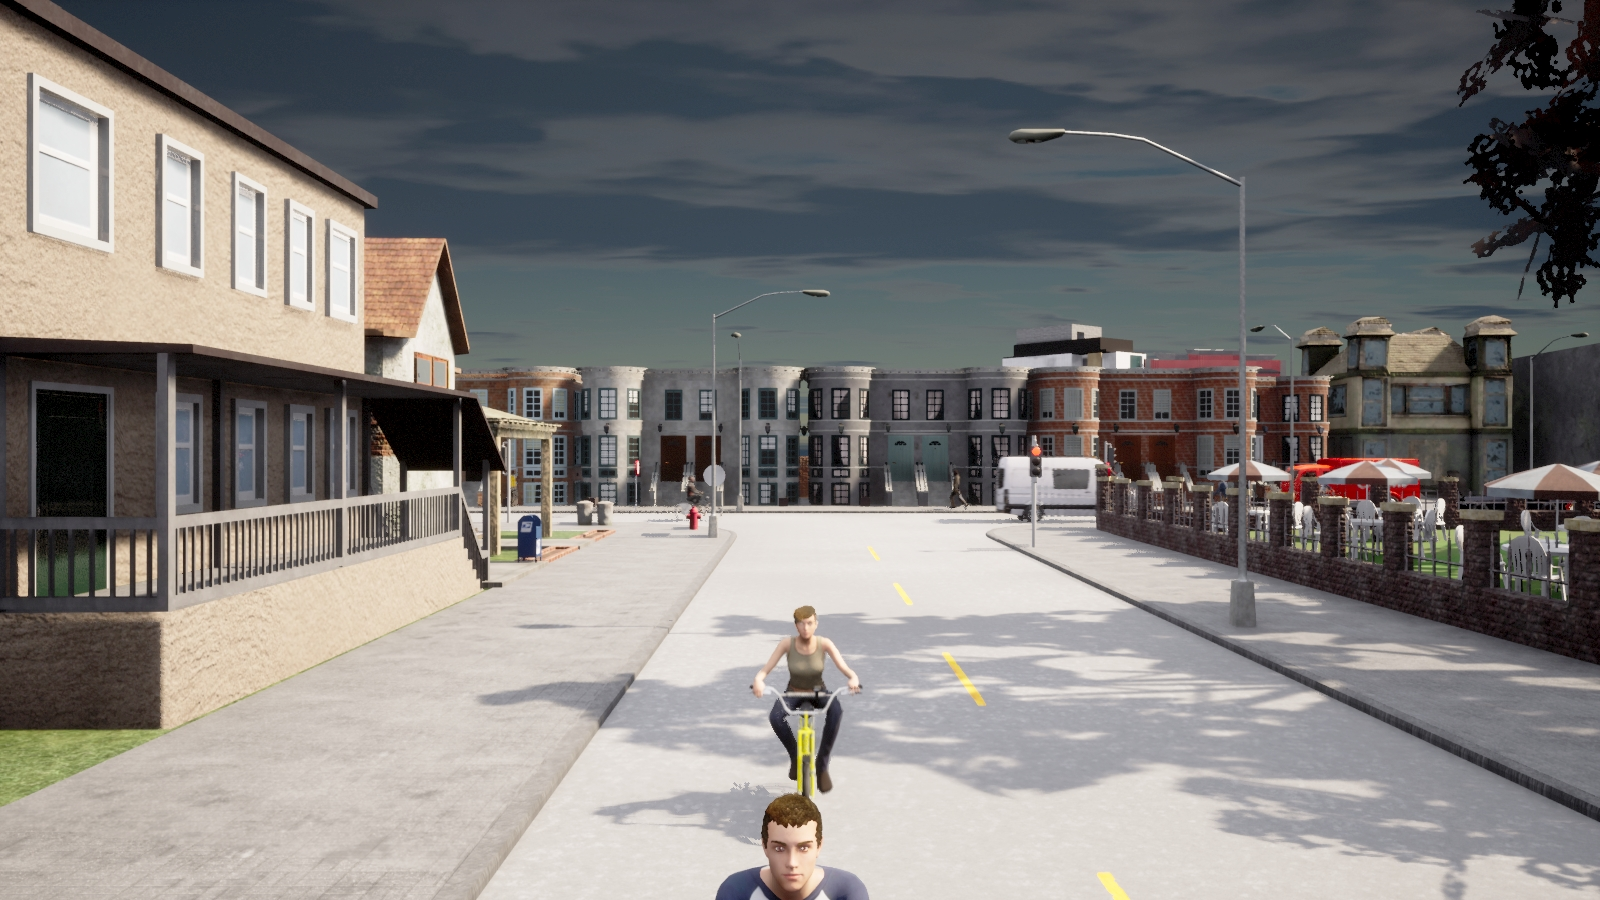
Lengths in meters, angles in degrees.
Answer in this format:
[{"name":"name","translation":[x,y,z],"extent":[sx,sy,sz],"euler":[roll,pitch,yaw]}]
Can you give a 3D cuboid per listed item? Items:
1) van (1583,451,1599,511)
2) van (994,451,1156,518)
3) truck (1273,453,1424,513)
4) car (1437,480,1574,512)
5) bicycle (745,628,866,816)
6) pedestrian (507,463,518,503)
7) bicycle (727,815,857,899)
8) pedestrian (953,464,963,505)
[{"name":"van","translation":[37.194,1.334,48.909],"extent":[5.915,2.561,1.988],"euler":[0,0,1]},{"name":"van","translation":[10.732,1.333,44.870],"extent":[5.915,2.561,1.988],"euler":[0,0,0]},{"name":"truck","translation":[23.374,1.365,48.875],"extent":[5.204,2.467,2.627],"euler":[0,0,0]},{"name":"car","translation":[30.125,1.955,48.889],"extent":[4.718,1.301,1.895],"euler":[0,0,0]},{"name":"bicycle","translation":[0.046,2.041,8.821],"extent":[0.859,1.080,1.487],"euler":[0,1,1]},{"name":"pedestrian","translation":[-13.478,1.546,53.579],"extent":[0.375,1.860,0.375],"euler":[0,0,8]},{"name":"bicycle","translation":[-0.022,1.938,3.212],"extent":[0.373,1.296,1.643],"euler":[0,0,0]},{"name":"pedestrian","translation":[7.177,1.548,51.846],"extent":[0.375,1.860,0.375],"euler":[0,0,21]}]
